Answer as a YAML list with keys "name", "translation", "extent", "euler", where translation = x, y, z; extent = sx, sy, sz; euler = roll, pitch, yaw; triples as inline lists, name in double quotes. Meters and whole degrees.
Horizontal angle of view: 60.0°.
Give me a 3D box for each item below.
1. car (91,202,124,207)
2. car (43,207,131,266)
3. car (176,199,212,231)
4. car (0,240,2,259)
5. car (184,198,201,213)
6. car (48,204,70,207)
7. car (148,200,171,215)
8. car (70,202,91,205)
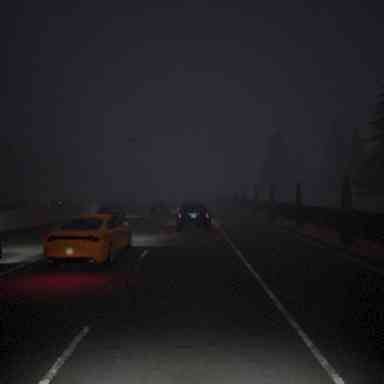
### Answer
- name: "car"
  translation: [-6.907, 1.591, 28.471]
  extent: [1.812, 1.442, 4.674]
  euler: [0, 0, 0]
- name: "car"
  translation: [-3.404, 1.505, 11.719]
  extent: [1.882, 1.535, 5.008]
  euler: [0, 0, 0]
- name: "car"
  translation: [0.094, 1.400, 21.017]
  extent: [2.097, 1.767, 4.553]
  euler: [0, 0, 0]
- name: "car"
  translation: [-6.903, 1.372, 8.419]
  extent: [2.097, 1.767, 4.553]
  euler: [0, 0, 0]
- name: "car"
  translation: [0.090, 1.567, 39.591]
  extent: [1.882, 1.535, 5.008]
  euler: [0, 0, 0]
- name: "car"
  translation: [-17.602, 1.456, 44.240]
  extent: [2.097, 1.767, 4.553]
  euler: [0, 0, 0]
- name: "car"
  translation: [-3.421, 1.607, 35.533]
  extent: [1.812, 1.442, 4.674]
  euler: [0, 0, 0]
- name: "car"
  translation: [-14.099, 1.628, 44.234]
  extent: [1.812, 1.442, 4.674]
  euler: [0, 0, 0]
